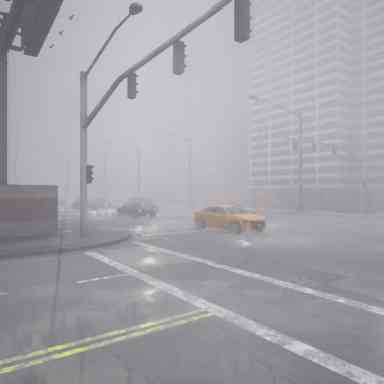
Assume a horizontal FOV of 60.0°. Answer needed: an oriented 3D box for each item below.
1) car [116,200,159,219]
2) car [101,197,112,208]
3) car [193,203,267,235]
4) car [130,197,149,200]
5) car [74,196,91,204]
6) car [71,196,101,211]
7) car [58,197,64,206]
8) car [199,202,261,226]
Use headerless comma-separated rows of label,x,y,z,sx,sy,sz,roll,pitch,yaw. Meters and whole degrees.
car,-4.870,1.601,29.055,1.895,1.301,4.718,0,0,-35
car,-12.812,1.490,46.398,2.128,1.511,4.902,0,0,-35
car,2.060,1.477,19.233,1.882,1.535,5.008,0,0,-35
car,-5.396,1.351,35.873,2.097,1.767,4.553,0,0,-35
car,-21.519,1.526,65.122,1.812,1.442,4.674,0,0,-35
car,-13.521,1.548,41.315,2.033,1.411,5.357,0,0,-35
car,-22.177,1.478,53.719,1.882,1.535,5.008,0,0,-35
car,2.736,1.526,24.699,1.812,1.442,4.674,0,0,-38
